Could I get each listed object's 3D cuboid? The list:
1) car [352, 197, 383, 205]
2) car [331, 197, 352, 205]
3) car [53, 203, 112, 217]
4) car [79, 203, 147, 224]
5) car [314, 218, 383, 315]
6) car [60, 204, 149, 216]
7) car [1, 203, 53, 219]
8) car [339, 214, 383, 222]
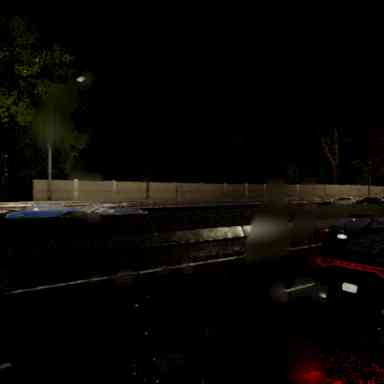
[{"bbox_3d":[25.707,1.537,48.078,4.892,1.490,1.837,0,0,-35],"label":"car"},{"bbox_3d":[22.978,1.557,50.428,4.674,1.442,1.812,0,0,-35],"label":"car"},{"bbox_3d":[-5.907,1.490,21.275,4.902,1.511,2.128,0,0,-36],"label":"car"},{"bbox_3d":[-5.968,1.600,25.531,4.718,1.301,1.895,0,0,-36],"label":"car"},{"bbox_3d":[4.700,1.478,7.099,5.008,1.535,1.882,0,0,-35],"label":"car"},{"bbox_3d":[-4.049,1.546,18.301,5.357,1.411,2.033,0,0,-36],"label":"car"},{"bbox_3d":[-11.303,1.546,25.215,5.357,1.411,2.033,0,0,-38],"label":"car"},{"bbox_3d":[6.974,1.565,13.022,4.181,1.385,1.994,0,0,-36],"label":"car"}]
